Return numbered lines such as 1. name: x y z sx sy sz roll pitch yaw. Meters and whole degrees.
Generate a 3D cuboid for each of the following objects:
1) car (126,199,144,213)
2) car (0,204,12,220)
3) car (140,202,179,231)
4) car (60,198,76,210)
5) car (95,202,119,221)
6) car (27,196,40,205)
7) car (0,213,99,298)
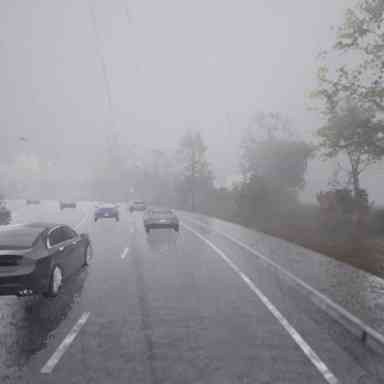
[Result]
1. car: -6.291 1.514 37.443 2.128 1.511 4.902 0 0 -18
2. car: -12.910 1.525 20.927 2.128 1.511 4.902 0 0 -12
3. car: -1.986 1.573 20.550 1.994 1.385 4.181 0 0 -10
4. car: -16.363 1.514 43.890 1.882 1.535 5.008 0 0 -23
5. car: -6.973 1.546 27.311 1.812 1.442 4.674 0 0 -13
6. car: -28.073 1.546 58.909 1.837 1.490 4.892 0 0 -31
7. car: -3.908 1.518 8.476 1.837 1.490 4.892 0 0 -4
